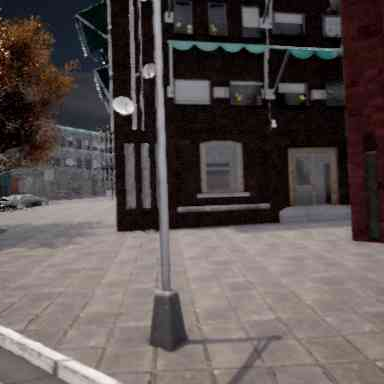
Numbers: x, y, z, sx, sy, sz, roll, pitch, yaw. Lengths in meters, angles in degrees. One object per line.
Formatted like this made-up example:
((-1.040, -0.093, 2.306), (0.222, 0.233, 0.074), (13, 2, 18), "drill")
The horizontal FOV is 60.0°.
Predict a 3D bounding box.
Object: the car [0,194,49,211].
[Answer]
((-16.061, 0.967, 32.093), (2.128, 1.511, 4.902), (-3, 1, 21), "car")
